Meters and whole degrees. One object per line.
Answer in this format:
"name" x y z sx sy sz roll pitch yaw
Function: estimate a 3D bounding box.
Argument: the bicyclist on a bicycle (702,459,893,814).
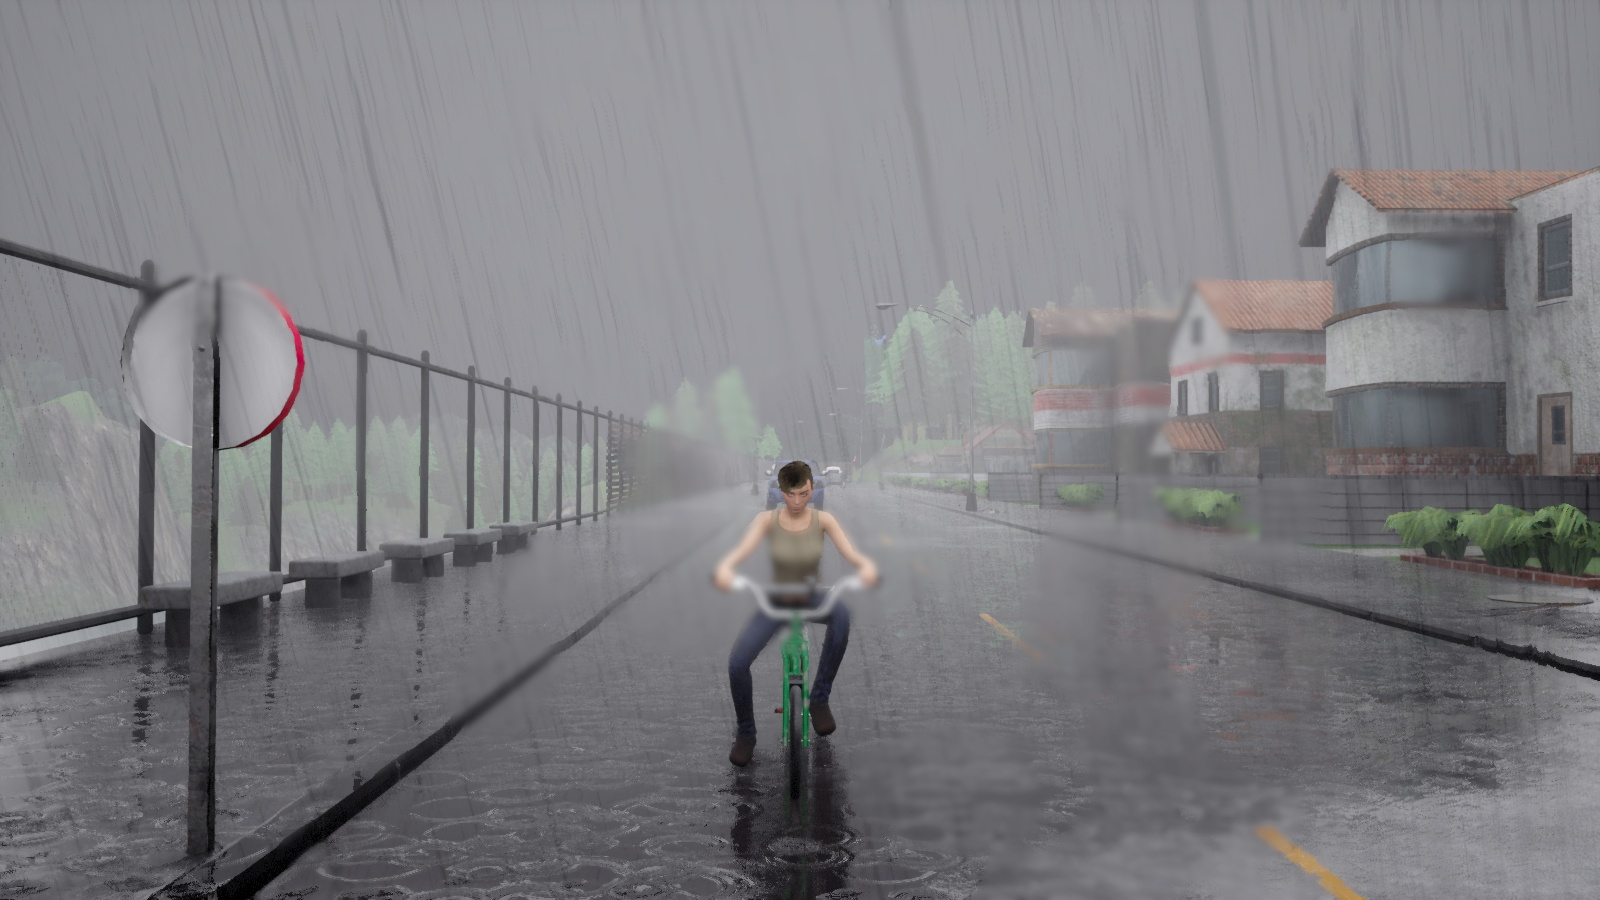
"bicyclist on a bicycle" -0.011 0.860 6.478 0.866 1.612 1.509 0 -1 0

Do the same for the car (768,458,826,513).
"car" -0.121 1.361 49.376 2.150 2.045 5.566 0 -1 0
